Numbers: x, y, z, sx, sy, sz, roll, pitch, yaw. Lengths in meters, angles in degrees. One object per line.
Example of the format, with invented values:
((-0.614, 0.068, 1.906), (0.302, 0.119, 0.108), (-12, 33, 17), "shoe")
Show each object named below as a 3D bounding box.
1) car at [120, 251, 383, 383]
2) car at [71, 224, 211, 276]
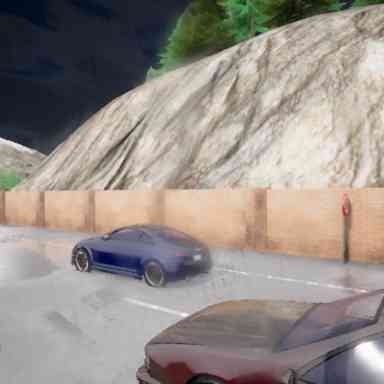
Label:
((2.050, 1.546, 2.531), (5.357, 1.411, 2.033), (0, 0, 36), "car")
((-1.485, 1.591, 9.350), (4.181, 1.385, 1.994), (0, 0, 36), "car")
